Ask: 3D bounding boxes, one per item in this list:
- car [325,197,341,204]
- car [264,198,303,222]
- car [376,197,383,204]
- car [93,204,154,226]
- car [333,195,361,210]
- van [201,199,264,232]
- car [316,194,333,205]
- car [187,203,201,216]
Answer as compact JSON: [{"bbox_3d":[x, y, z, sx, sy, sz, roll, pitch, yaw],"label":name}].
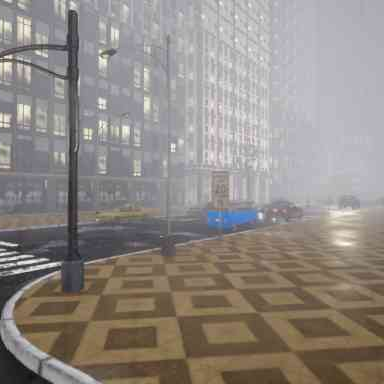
[{"bbox_3d":[28.397,1.624,67.011,2.008,1.369,4.403,0,0,38],"label":"car"},{"bbox_3d":[7.527,1.472,26.914,1.967,1.590,4.097,0,0,38],"label":"car"},{"bbox_3d":[38.034,1.658,66.620,1.947,1.339,4.313,0,0,38],"label":"car"},{"bbox_3d":[-4.822,1.540,23.987,1.752,1.417,4.829,0,0,38],"label":"car"},{"bbox_3d":[21.086,1.368,44.562,2.192,1.841,5.009,0,0,38],"label":"car"},{"bbox_3d":[2.571,1.368,20.280,1.690,1.788,3.998,0,0,38],"label":"van"},{"bbox_3d":[25.008,1.380,62.599,2.192,1.841,5.009,0,0,38],"label":"car"},{"bbox_3d":[1.279,1.604,31.715,1.802,1.307,4.206,0,0,38],"label":"car"}]
